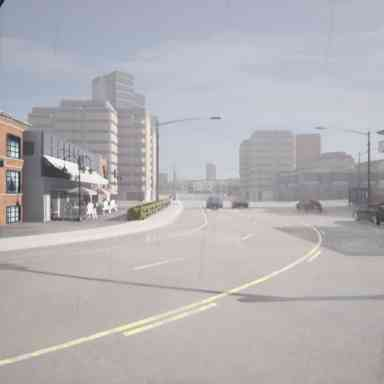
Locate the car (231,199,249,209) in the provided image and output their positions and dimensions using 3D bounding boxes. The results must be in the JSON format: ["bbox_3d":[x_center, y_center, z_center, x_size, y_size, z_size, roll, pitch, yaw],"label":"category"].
[{"bbox_3d":[6.497,1.593,45.041,1.895,1.301,4.718,0,0,0],"label":"car"}]

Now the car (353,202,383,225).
[{"bbox_3d":[13.283,1.499,23.739,1.837,1.490,4.892,0,0,3],"label":"car"}]

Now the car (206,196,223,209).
[{"bbox_3d":[2.989,1.344,44.450,2.097,1.767,4.553,0,0,0],"label":"car"}]

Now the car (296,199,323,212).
[{"bbox_3d":[13.606,1.517,38.775,1.812,1.442,4.674,0,0,1],"label":"car"}]
